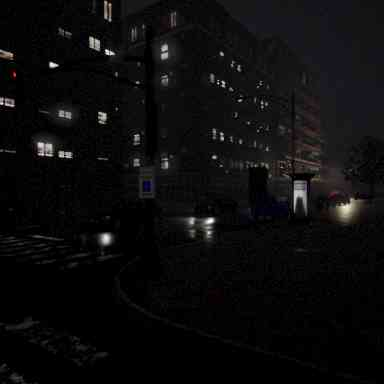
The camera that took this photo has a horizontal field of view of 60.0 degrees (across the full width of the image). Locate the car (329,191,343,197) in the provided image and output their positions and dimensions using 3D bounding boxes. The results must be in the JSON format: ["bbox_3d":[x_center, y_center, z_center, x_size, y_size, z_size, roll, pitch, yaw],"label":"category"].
[{"bbox_3d":[32.227,0.428,74.499,1.887,1.381,4.507,1,1,36],"label":"car"}]

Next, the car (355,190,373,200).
[{"bbox_3d":[28.652,0.563,55.934,1.967,1.590,4.097,1,1,36],"label":"car"}]

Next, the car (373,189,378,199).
[{"bbox_3d":[31.937,0.590,60.535,1.887,1.381,4.507,1,1,36],"label":"car"}]

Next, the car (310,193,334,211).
[{"bbox_3d":[12.226,1.078,32.939,1.947,1.339,4.313,1,1,36],"label":"car"}]

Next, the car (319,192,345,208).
[{"bbox_3d":[15.511,0.979,37.538,1.887,1.381,4.507,1,1,36],"label":"car"}]

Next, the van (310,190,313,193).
[{"bbox_3d":[19.102,0.536,56.117,1.690,1.788,3.998,1,1,36],"label":"van"}]

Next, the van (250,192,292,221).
[{"bbox_3d":[5.657,1.008,23.736,1.690,1.788,3.998,1,1,36],"label":"van"}]

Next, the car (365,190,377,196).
[{"bbox_3d":[44.183,0.216,82.110,1.994,1.385,4.181,0,1,36],"label":"car"}]

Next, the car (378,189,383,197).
[{"bbox_3d":[41.792,0.355,74.333,1.887,1.381,4.507,1,1,36],"label":"car"}]

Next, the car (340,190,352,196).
[{"bbox_3d":[38.791,0.278,83.688,2.008,1.369,4.403,1,1,36],"label":"car"}]

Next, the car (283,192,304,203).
[{"bbox_3d":[15.720,0.801,51.388,1.752,1.417,4.829,1,1,36],"label":"car"}]

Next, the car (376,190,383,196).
[{"bbox_3d":[45.077,0.315,78.932,1.802,1.307,4.206,1,1,36],"label":"car"}]

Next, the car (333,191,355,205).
[{"bbox_3d":[18.797,0.923,42.138,1.947,1.339,4.313,1,1,36],"label":"car"}]

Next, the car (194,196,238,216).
[{"bbox_3d":[2.094,1.123,28.084,1.882,1.535,5.008,0,1,36],"label":"car"}]

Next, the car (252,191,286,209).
[{"bbox_3d":[8.647,0.842,37.239,2.097,1.767,4.553,0,1,36],"label":"car"}]

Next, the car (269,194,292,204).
[{"bbox_3d":[12.537,0.933,46.933,1.802,1.307,4.206,1,1,36],"label":"car"}]

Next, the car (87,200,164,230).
[{"bbox_3d":[-3.829,1.263,19.804,1.882,1.535,5.008,0,1,37],"label":"car"}]

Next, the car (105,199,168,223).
[{"bbox_3d":[-3.871,1.283,23.960,1.887,1.381,4.507,1,1,36],"label":"car"}]

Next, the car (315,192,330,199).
[{"bbox_3d":[25.664,0.621,65.311,1.802,1.307,4.206,1,1,36],"label":"car"}]
